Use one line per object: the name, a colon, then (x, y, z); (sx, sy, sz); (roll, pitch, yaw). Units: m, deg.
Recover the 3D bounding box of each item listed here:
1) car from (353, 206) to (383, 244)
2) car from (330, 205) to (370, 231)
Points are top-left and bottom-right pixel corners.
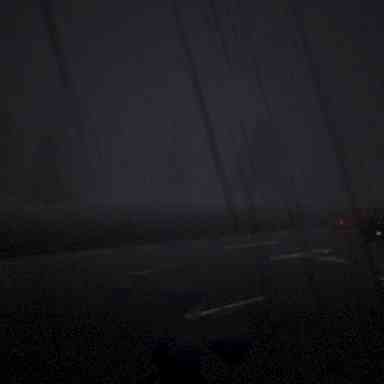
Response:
car: (9.532, 1.503, 14.846); (5.008, 1.535, 1.882); (0, 0, -36)
car: (10.204, 1.509, 19.625); (5.008, 1.535, 1.882); (0, 0, -35)
